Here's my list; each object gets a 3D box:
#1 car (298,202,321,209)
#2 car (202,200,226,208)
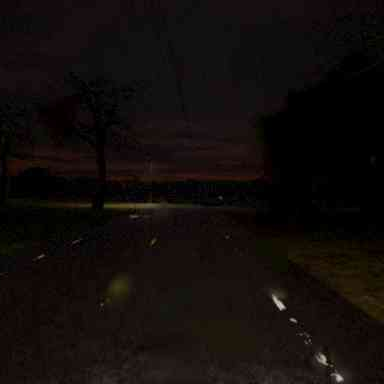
[{"bbox_3d":[27.066,3.158,76.591,4.902,1.511,2.128,2,0,0],"label":"car"},{"bbox_3d":[4.543,2.463,69.703,5.008,1.535,1.882,2,0,0],"label":"car"}]
